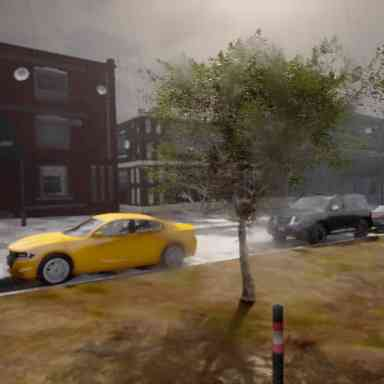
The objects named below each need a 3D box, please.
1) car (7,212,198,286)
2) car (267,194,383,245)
[{"bbox_3d":[-2.188,1.346,9.107,5.008,1.535,2.097,0,0,-33],"label":"car"},{"bbox_3d":[5.851,1.120,14.858,5.566,2.045,2.435,0,0,-35],"label":"car"}]
